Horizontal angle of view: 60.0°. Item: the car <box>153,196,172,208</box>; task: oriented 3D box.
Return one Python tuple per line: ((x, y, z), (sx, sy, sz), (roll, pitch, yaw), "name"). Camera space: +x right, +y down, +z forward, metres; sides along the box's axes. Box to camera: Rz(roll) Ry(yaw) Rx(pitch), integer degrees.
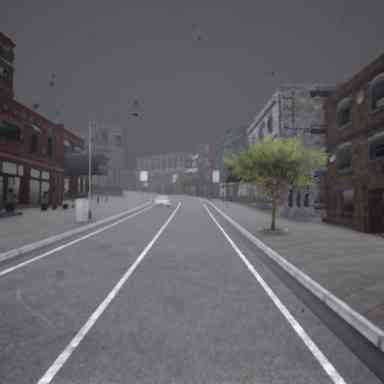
((-3.623, 1.184, 41.086), (1.812, 1.442, 4.674), (0, 1, 0), "car")
